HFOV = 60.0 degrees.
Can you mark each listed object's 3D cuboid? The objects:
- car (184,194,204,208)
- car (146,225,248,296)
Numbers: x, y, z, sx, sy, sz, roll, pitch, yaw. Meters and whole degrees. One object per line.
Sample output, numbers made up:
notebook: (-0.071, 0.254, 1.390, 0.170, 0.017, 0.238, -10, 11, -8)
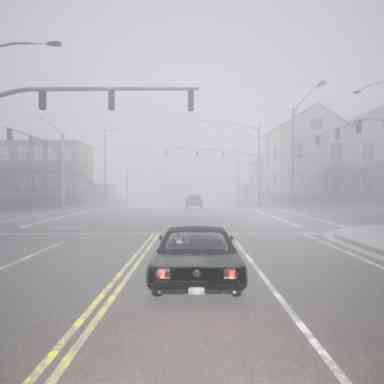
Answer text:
car: (0.231, 1.077, 37.476, 1.837, 1.490, 4.892, 0, -6, 0)
car: (0.106, 1.470, 8.228, 1.895, 1.301, 4.718, 0, 1, 0)
